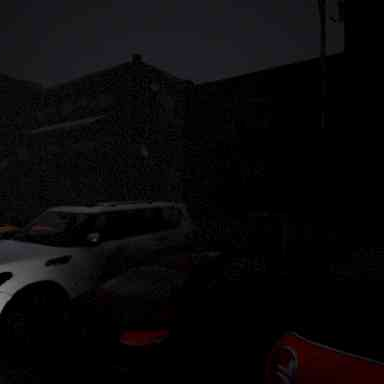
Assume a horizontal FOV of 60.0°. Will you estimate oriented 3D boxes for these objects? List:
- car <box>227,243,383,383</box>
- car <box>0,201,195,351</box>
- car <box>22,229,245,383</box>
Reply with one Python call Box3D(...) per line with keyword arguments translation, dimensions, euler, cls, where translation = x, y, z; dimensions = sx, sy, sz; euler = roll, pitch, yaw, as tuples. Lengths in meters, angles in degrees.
Box3D(translation=(2.472, 1.355, 3.554), dimensions=(2.185, 1.767, 4.553), euler=(0, 0, 35), cls="car")
Box3D(translation=(-2.048, 1.239, 6.781), dimensions=(2.435, 2.045, 5.566), euler=(0, 0, 35), cls="car")
Box3D(translation=(0.228, 1.522, 5.191), dimensions=(2.002, 1.452, 4.674), euler=(0, 0, 35), cls="car")
